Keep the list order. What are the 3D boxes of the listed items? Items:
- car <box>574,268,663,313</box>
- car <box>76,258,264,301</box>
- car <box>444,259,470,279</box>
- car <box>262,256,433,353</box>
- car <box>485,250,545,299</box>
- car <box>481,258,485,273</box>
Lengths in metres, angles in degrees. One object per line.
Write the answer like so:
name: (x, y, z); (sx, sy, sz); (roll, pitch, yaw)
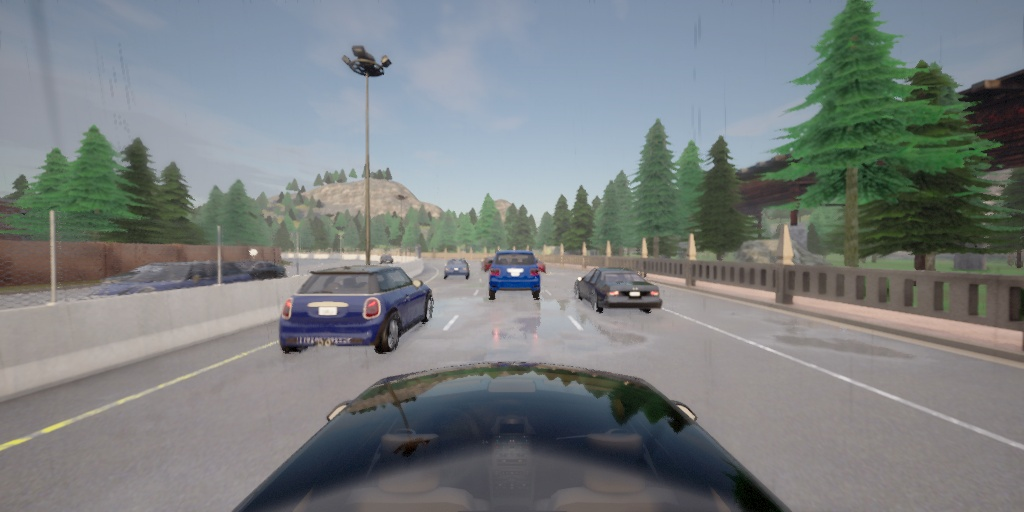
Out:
car: (3.619, 1.138, 13.136); (2.033, 1.411, 5.357); (0, 1, 0)
car: (-10.620, 0.968, 11.444); (2.097, 1.767, 4.553); (0, 1, 0)
car: (-4.261, 0.936, 27.752); (2.033, 1.411, 5.357); (0, 1, -7)
car: (-3.374, 1.005, 8.711); (2.097, 1.767, 4.553); (0, 1, 0)
car: (0.054, 0.763, 16.730); (2.150, 2.045, 5.566); (0, 1, -2)
car: (-1.928, 0.767, 34.911); (1.882, 1.535, 5.008); (0, 1, -10)
